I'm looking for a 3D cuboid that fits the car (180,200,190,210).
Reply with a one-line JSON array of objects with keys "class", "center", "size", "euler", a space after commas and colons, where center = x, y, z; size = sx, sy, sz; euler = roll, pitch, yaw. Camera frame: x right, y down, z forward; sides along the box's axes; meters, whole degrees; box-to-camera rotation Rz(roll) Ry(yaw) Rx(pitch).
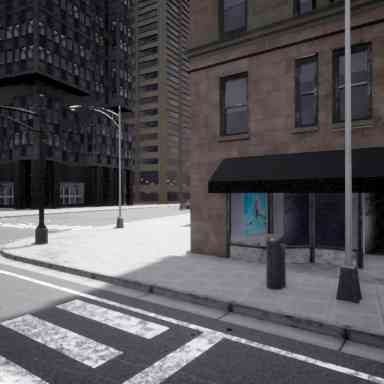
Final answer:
[{"class": "car", "center": [-0.349, 2.038, 52.425], "size": [1.812, 1.442, 4.674], "euler": [0, -1, 24]}]
